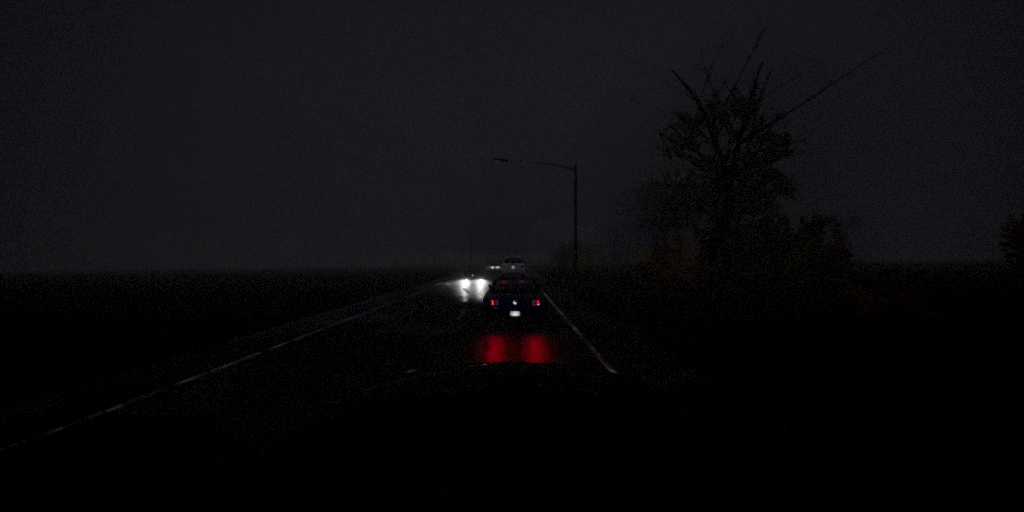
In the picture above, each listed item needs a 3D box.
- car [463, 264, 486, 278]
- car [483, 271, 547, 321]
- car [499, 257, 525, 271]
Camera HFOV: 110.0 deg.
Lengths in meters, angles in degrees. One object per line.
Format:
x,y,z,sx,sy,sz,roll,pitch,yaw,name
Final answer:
-3.598,1.457,35.031,1.895,1.301,4.718,0,0,0,car
0.092,1.386,12.589,1.895,1.301,4.718,0,0,0,car
0.098,1.079,35.052,2.150,2.045,5.566,0,0,0,car
